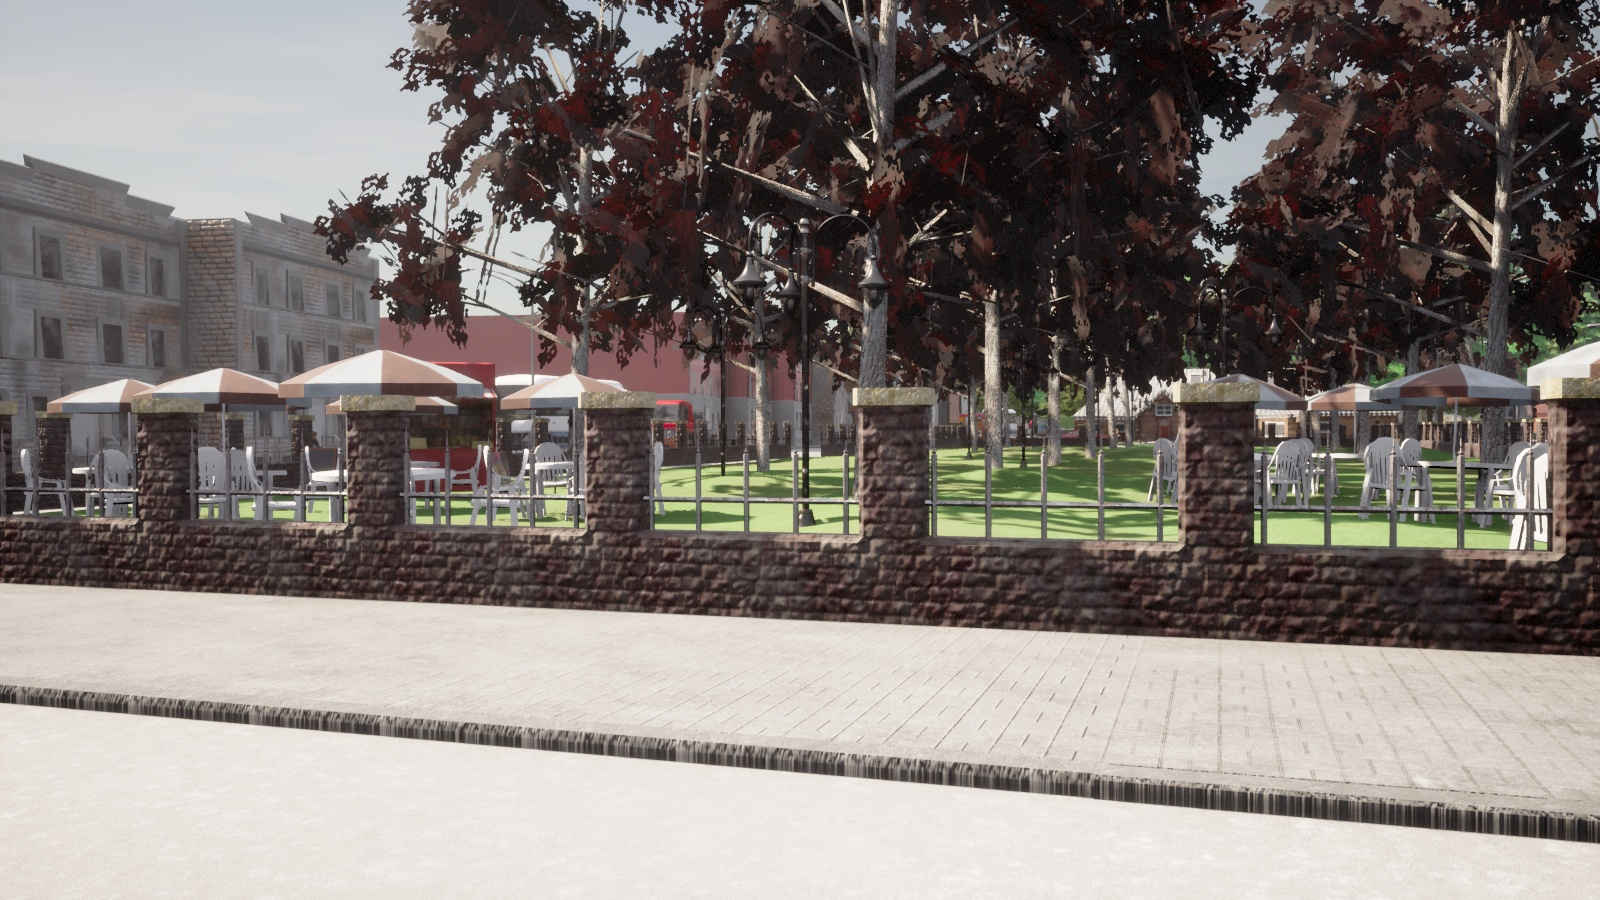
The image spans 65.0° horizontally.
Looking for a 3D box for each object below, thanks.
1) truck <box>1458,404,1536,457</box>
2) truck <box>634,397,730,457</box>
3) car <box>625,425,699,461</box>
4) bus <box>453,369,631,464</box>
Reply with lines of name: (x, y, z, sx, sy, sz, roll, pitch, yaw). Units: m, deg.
truck: (47.844, -1.360, 86.422, 2.891, 3.462, 7.936, 0, 1, 15)
truck: (-7.109, -1.417, 77.161, 2.891, 3.462, 7.936, 1, 1, 18)
car: (-7.065, -0.377, 64.682, 2.097, 1.767, 4.553, 1, 1, 18)
bus: (-12.332, -1.581, 61.491, 3.944, 4.253, 10.273, 1, 1, 18)
